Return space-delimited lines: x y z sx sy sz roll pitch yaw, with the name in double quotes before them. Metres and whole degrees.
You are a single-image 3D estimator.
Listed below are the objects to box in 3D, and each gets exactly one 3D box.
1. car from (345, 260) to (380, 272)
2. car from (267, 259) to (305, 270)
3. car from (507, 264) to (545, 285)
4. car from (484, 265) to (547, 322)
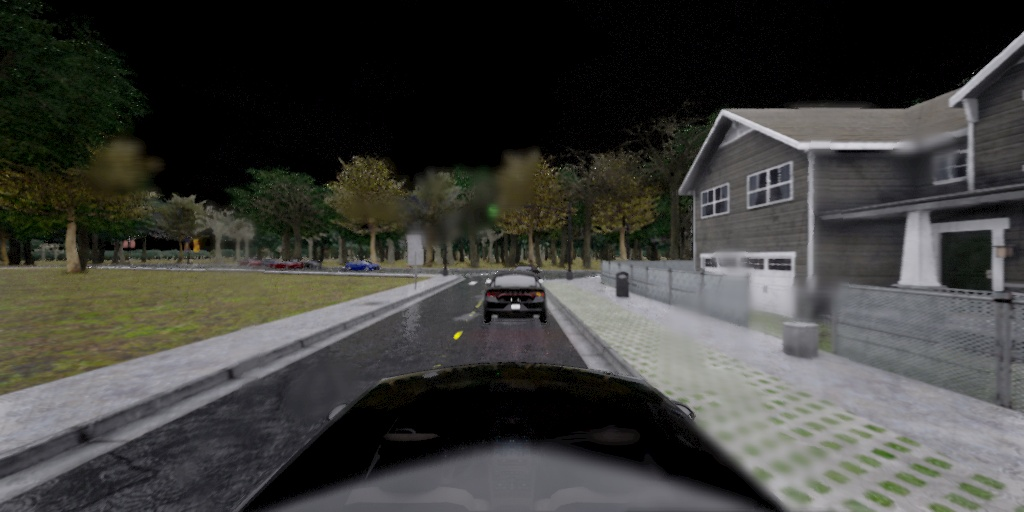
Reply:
"car" -19.870 1.316 47.752 5.008 1.535 1.882 0 0 23
"car" -34.062 1.462 53.923 4.718 1.301 1.895 0 0 24
"car" 1.139 1.356 27.524 1.994 1.385 4.181 0 0 15
"car" 0.103 1.244 12.419 1.882 1.535 5.008 0 0 0
